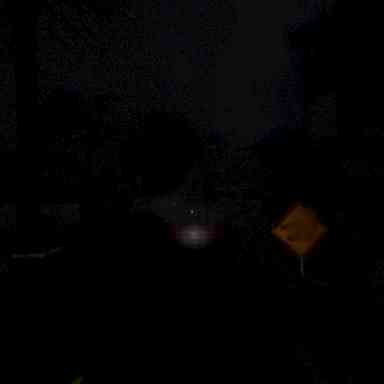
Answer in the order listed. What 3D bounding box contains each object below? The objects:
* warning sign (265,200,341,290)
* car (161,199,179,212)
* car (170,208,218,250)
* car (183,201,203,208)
[{"bbox_3d":[2.481,1.147,7.626,1.300,1.860,1.060,-2,-3,0],"label":"warning sign"},{"bbox_3d":[-2.828,1.671,43.998,2.097,1.767,4.553,0,-1,0],"label":"car"},{"bbox_3d":[0.090,1.633,14.763,1.994,1.385,4.181,0,0,0],"label":"car"},{"bbox_3d":[0.096,1.745,30.117,1.994,1.385,4.181,0,0,0],"label":"car"}]
